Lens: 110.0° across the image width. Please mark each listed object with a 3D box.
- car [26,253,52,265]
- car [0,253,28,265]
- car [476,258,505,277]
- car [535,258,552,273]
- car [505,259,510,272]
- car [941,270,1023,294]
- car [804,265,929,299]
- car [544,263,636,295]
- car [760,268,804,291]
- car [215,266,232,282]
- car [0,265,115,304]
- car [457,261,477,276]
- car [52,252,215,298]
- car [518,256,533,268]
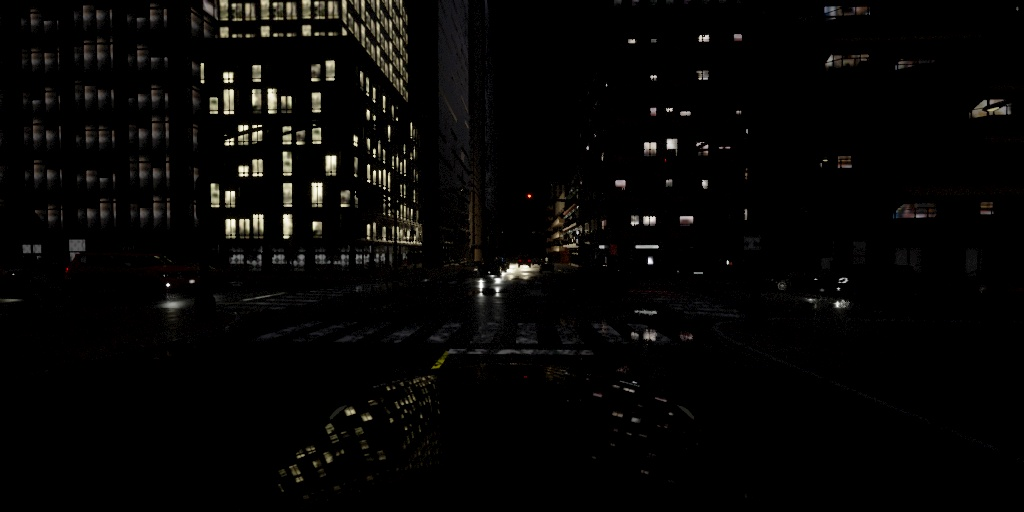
[{"bbox_3d":[-32.893,0.712,23.909,5.009,1.841,2.192,0,0,3],"label":"car"},{"bbox_3d":[-27.860,0.893,17.852,4.553,1.767,2.097,0,1,3],"label":"car"},{"bbox_3d":[-1.984,1.245,34.777,1.837,1.490,4.892,0,0,2],"label":"car"},{"bbox_3d":[4.072,1.288,42.411,2.007,1.370,4.403,0,0,2],"label":"car"},{"bbox_3d":[-1.636,1.302,44.674,1.994,1.385,4.181,0,0,2],"label":"car"},{"bbox_3d":[28.029,1.461,20.945,4.507,1.381,1.888,0,0,3],"label":"car"},{"bbox_3d":[18.619,1.234,18.798,4.553,1.767,2.097,1,1,3],"label":"car"},{"bbox_3d":[4.296,1.278,19.511,4.674,1.442,1.812,0,1,3],"label":"car"},{"bbox_3d":[16.976,1.375,21.483,4.403,1.370,2.007,0,0,3],"label":"car"},{"bbox_3d":[-20.960,1.029,23.292,4.829,1.417,1.751,0,0,3],"label":"car"},{"bbox_3d":[-19.868,1.204,14.915,4.403,1.370,2.007,0,0,3],"label":"car"},{"bbox_3d":[-4.505,1.265,36.880,1.751,1.417,4.829,0,0,2],"label":"car"},{"bbox_3d":[-18.151,0.846,17.378,5.566,2.045,2.150,1,1,3],"label":"car"},{"bbox_3d":[2.173,0.955,62.511,2.150,2.045,5.566,0,0,2],"label":"car"}]
